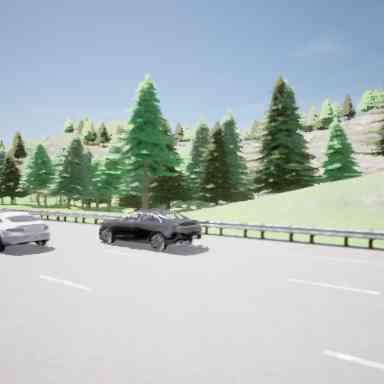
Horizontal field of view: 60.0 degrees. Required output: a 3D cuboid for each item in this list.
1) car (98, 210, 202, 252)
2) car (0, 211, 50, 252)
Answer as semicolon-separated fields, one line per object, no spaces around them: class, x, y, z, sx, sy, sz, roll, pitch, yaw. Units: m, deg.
car;-1.877;1.491;13.931;4.902;1.511;2.128;0;0;36
car;-7.746;1.525;13.817;4.674;1.442;1.812;0;0;36
